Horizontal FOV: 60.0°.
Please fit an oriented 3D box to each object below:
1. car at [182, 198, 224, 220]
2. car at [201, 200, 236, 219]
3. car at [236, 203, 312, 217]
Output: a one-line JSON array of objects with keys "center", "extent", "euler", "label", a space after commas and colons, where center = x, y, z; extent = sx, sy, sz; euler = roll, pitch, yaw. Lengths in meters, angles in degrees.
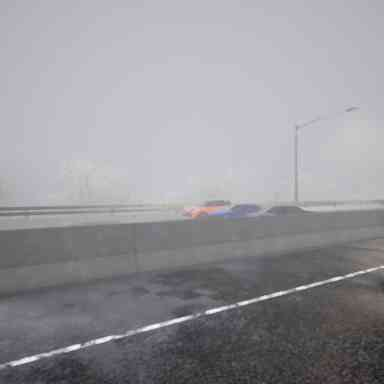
[{"center": [1.407, 1.397, 26.382], "extent": [4.553, 1.767, 2.097], "euler": [0, 0, -35], "label": "car"}, {"center": [3.410, 1.525, 23.513], "extent": [5.008, 1.535, 1.882], "euler": [0, 0, -35], "label": "car"}, {"center": [5.362, 1.526, 20.608], "extent": [5.008, 1.535, 1.882], "euler": [0, 0, -35], "label": "car"}]
